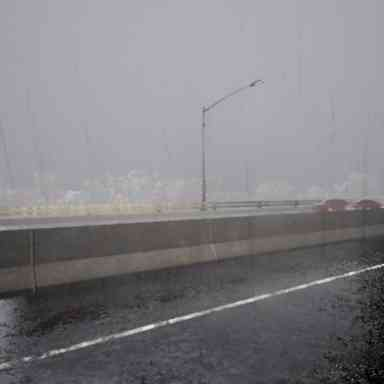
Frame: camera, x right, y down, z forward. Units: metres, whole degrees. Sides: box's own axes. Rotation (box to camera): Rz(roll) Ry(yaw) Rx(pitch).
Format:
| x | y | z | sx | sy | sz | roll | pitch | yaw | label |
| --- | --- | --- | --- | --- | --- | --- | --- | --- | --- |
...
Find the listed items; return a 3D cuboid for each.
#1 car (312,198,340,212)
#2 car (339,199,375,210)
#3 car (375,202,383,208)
| x | y | z | sx | sy | sz | roll | pitch | yaw | label |
| --- | --- | --- | --- | --- | --- | --- | --- | --- | --- |
| 15.048 | 1.444 | 35.808 | 5.008 | 1.535 | 1.882 | 0 | 0 | -34 | car |
| 16.988 | 1.492 | 32.897 | 4.674 | 1.442 | 1.812 | 0 | 0 | -34 | car |
| 18.938 | 1.445 | 29.991 | 5.008 | 1.535 | 1.882 | 0 | 0 | -34 | car |
